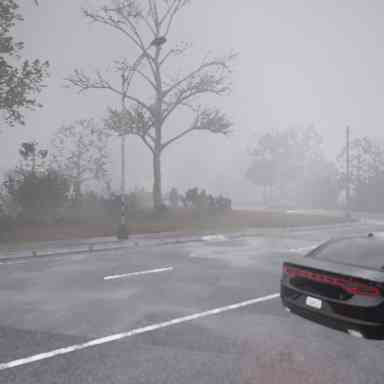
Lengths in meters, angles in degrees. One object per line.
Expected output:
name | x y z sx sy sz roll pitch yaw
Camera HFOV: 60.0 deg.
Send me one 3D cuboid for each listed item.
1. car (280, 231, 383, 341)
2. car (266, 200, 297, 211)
car | 3.849 1.498 6.373 5.008 1.535 1.882 0 0 -35
car | 11.542 1.690 43.235 1.994 1.385 4.181 0 0 -28
